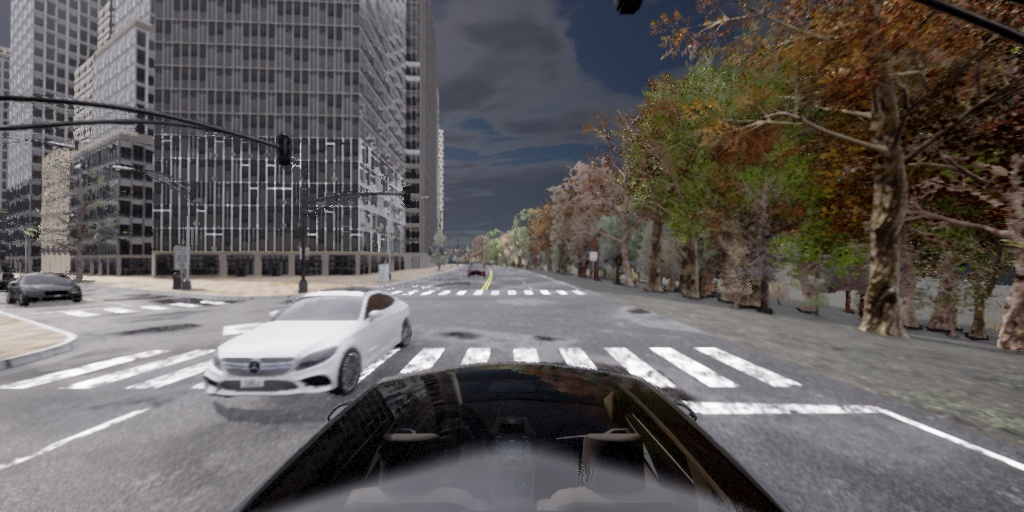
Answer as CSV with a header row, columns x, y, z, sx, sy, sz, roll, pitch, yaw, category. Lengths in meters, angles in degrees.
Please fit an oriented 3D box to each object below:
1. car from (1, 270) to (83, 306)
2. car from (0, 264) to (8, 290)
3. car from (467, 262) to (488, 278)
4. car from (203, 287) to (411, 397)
x,y,z,sx,sy,sz,roll,pitch,yaw,category
-23.820,1.640,18.274,4.892,1.490,1.837,0,0,29,car
-39.361,1.604,26.779,5.566,2.045,2.150,-1,-1,29,car
-4.175,1.613,42.588,2.097,1.767,4.553,0,-1,-3,car
-3.279,1.360,6.838,1.812,1.442,4.674,0,-1,0,car
